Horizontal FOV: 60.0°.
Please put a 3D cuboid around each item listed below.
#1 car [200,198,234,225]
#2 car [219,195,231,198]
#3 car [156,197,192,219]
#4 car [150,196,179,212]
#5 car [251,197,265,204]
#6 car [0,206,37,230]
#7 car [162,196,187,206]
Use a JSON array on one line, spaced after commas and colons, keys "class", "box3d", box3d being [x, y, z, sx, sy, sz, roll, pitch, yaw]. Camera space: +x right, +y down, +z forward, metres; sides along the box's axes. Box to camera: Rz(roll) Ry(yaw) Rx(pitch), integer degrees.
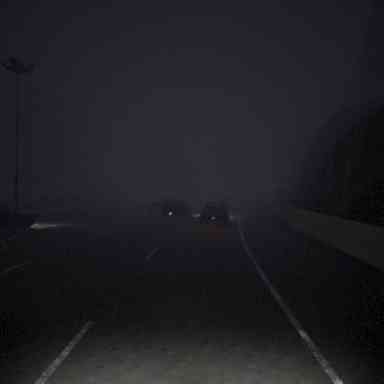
[{"class": "car", "box3d": [1.724, 1.465, 23.872, 2.128, 1.511, 4.902, 1, 0, 8]}, {"class": "car", "box3d": [5.582, 1.313, 55.148, 2.097, 1.767, 4.553, 1, 0, 20]}, {"class": "car", "box3d": [-1.240, 1.427, 28.261, 1.837, 1.490, 4.892, 0, 0, 10]}, {"class": "car", "box3d": [-3.191, 1.402, 36.531, 1.812, 1.442, 4.674, 0, 0, 13]}, {"class": "car", "box3d": [12.711, 1.608, 63.776, 1.994, 1.385, 4.181, 1, 0, 23]}, {"class": "car", "box3d": [-10.216, 1.366, 16.785, 2.033, 1.411, 5.357, 1, 0, 9]}, {"class": "car", "box3d": [-2.714, 1.394, 53.789, 2.033, 1.411, 5.357, 1, 0, 20]}]
